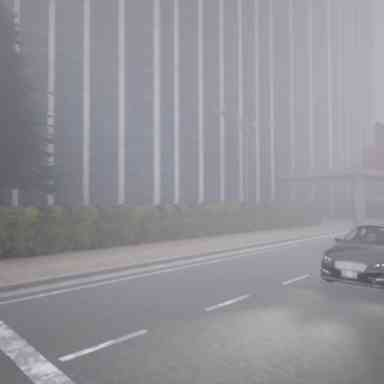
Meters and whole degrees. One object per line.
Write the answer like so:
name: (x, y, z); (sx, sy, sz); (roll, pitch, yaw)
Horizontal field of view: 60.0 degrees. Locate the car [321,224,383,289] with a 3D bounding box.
car: (5.420, 1.696, 9.497); (4.902, 1.511, 2.128); (1, -2, -44)
